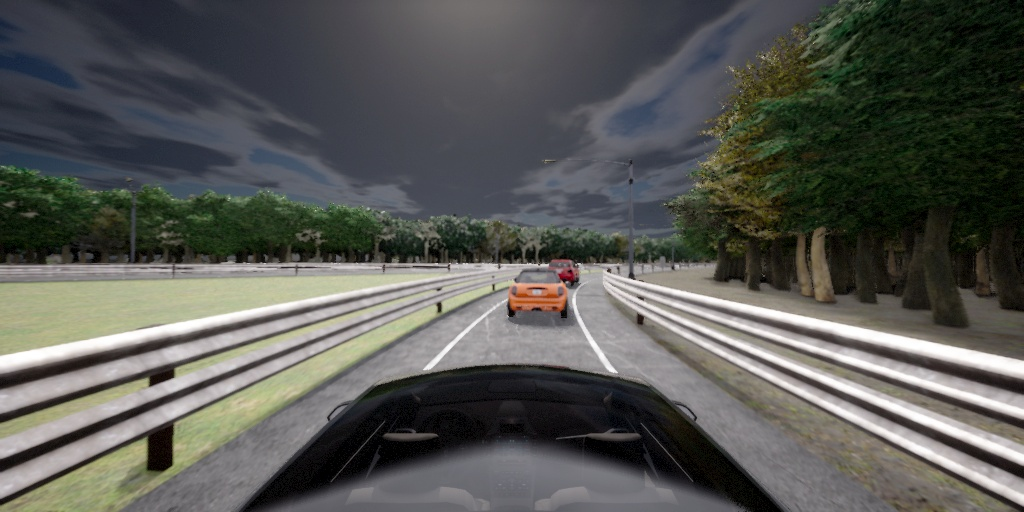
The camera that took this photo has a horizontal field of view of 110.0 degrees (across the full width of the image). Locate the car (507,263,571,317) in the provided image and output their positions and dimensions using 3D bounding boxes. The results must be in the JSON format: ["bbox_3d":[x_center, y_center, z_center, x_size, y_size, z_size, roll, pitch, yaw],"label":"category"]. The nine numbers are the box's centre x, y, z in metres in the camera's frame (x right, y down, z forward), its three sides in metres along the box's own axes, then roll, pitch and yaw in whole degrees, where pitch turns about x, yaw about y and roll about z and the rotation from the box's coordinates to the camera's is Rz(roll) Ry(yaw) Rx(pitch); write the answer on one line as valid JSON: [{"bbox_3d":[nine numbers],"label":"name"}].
[{"bbox_3d":[1.097,1.274,14.213,2.097,1.767,4.553,0,-1,7],"label":"car"}]

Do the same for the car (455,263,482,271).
[{"bbox_3d":[-7.780,1.877,64.191,5.357,1.411,2.033,1,-1,-43],"label":"car"}]

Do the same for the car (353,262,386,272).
[{"bbox_3d":[-20.645,1.611,52.199,4.674,1.442,1.812,1,-1,-43],"label":"car"}]

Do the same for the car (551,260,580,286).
[{"bbox_3d":[4.386,1.381,30.244,2.150,2.045,5.566,0,-1,16],"label":"car"}]
